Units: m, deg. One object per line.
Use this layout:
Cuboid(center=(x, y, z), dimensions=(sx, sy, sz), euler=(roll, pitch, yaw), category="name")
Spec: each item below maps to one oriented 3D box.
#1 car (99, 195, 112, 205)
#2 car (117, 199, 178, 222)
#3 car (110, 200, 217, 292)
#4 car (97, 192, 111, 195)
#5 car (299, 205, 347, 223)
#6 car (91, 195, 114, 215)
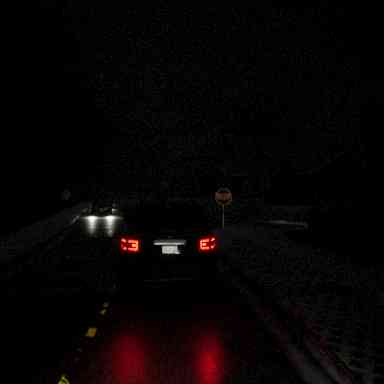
Cuboid(center=(-14.336, 1.254, 55.192), dimensions=(1.837, 1.490, 4.892), euler=(1, 0, -13), category="car")
Cuboid(center=(-3.650, 1.421, 26.945), dimensions=(5.008, 1.535, 1.882), euler=(2, 1, 37), category="car")
Cuboid(center=(-0.750, 1.219, 9.185), dimensions=(2.150, 2.045, 5.566), euler=(0, 0, -7), category="car")
Cuboid(center=(-11.361, 1.014, 42.893), dimensions=(2.150, 2.045, 5.566), euler=(1, 0, -13), category="car")
Cuboid(center=(10.870, 1.803, 26.676), dimensions=(4.674, 1.442, 1.812), euler=(1, -3, -14), category="car")
Cuboid(center=(-8.766, 1.333, 32.429), dimensions=(1.882, 1.535, 5.008), euler=(1, 0, -14), category="car")
